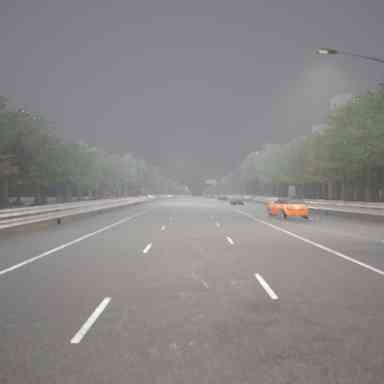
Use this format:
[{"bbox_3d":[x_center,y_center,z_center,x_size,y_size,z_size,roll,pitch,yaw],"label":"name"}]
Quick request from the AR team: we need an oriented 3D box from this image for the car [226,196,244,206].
[{"bbox_3d":[6.992,1.491,53.027,1.895,1.301,4.718,0,0,0],"label":"car"}]

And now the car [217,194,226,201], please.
[{"bbox_3d":[7.041,1.252,78.235,2.097,1.767,4.553,0,0,0],"label":"car"}]

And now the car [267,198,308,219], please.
[{"bbox_3d":[8.000,1.304,28.283,2.097,1.767,4.553,0,0,-7],"label":"car"}]
